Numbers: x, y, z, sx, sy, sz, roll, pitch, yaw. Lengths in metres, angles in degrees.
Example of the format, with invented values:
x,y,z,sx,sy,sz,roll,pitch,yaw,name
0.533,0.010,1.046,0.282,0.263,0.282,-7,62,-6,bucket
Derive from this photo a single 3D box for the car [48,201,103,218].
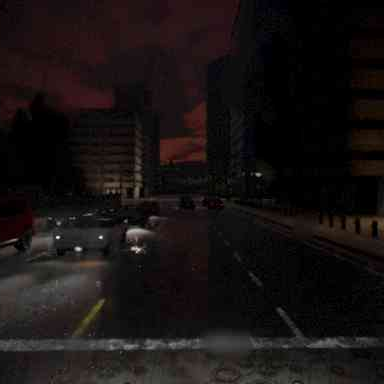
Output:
x,y,z,sx,sy,sz,roll,pitch,yaw,name
-7.446,1.483,20.959,2.128,1.511,4.902,0,0,-1,car

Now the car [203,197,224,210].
x,y,z,sx,sy,sz,roll,pitch,yaw,name
2.891,1.512,41.595,2.033,1.411,5.357,0,0,-1,car

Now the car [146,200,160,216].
x,y,z,sx,sy,sz,roll,pitch,yaw,name
-4.131,1.526,32.407,2.033,1.411,5.357,0,0,-1,car

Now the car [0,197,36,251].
x,y,z,sx,sy,sz,roll,pitch,yaw,name
-7.274,1.220,11.079,2.150,2.045,5.566,0,0,-1,car

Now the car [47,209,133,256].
x,y,z,sx,sy,sz,roll,pitch,yaw,name
-3.811,1.594,13.282,1.895,1.301,4.718,0,0,-1,car

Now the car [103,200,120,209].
x,y,z,sx,sy,sz,roll,pitch,yaw,name
-7.612,1.488,31.017,1.837,1.490,4.892,0,0,-1,car

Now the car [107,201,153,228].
x,y,z,sx,sy,sz,roll,pitch,yaw,name
-3.965,1.551,22.083,1.994,1.385,4.181,0,0,-1,car

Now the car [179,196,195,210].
x,y,z,sx,sy,sz,roll,pitch,yaw,name
-0.630,1.531,42.510,1.994,1.385,4.181,0,0,-1,car
